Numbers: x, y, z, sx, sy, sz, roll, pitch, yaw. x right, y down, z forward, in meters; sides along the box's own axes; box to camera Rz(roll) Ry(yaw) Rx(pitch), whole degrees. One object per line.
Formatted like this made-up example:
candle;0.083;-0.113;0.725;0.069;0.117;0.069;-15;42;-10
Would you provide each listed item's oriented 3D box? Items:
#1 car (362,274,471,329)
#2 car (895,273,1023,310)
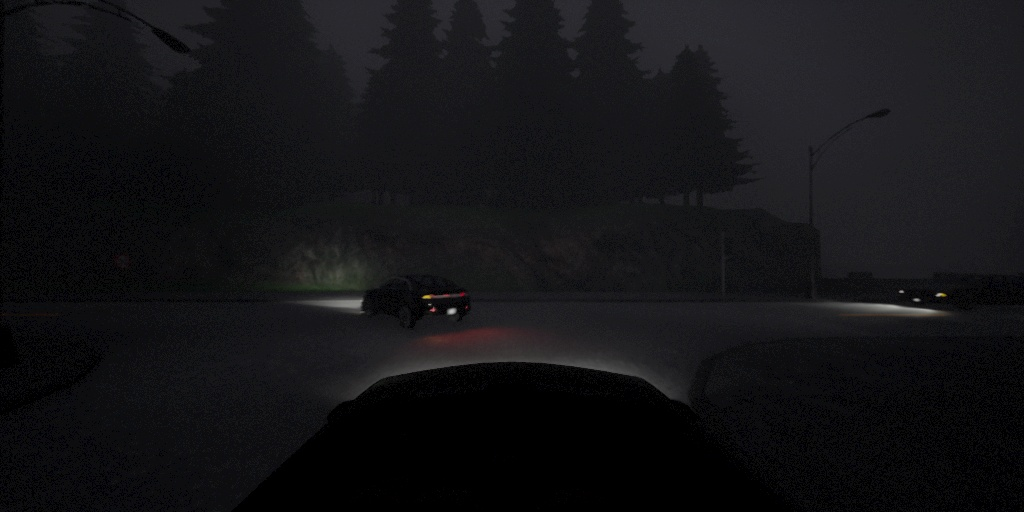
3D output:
car;-3.284;1.340;11.753;2.128;1.511;4.902;1;-1;-42
car;19.468;1.439;14.917;5.357;1.411;2.033;0;-1;0
